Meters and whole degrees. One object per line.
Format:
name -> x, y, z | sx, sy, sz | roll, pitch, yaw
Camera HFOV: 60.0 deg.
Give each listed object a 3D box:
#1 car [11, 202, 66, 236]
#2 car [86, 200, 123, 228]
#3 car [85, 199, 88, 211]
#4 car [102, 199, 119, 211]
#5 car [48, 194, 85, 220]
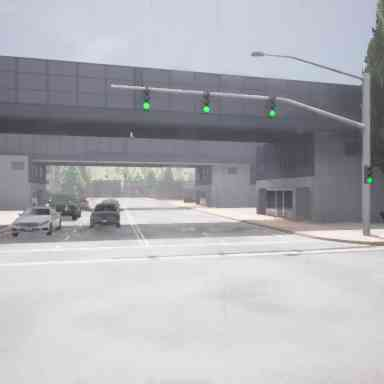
car -> -8.491, 1.526, 18.515 | 1.812, 1.442, 4.674 | 0, 0, -13
car -> -5.748, 1.505, 22.272 | 1.837, 1.490, 4.892 | 0, 0, -13
car -> -13.258, 1.526, 39.573 | 1.812, 1.442, 4.674 | 0, 0, -13
car -> -10.052, 1.564, 41.276 | 1.994, 1.385, 4.181 | 0, 0, -13
car -> -10.635, 1.221, 27.964 | 2.150, 2.045, 5.566 | 0, 0, -13
